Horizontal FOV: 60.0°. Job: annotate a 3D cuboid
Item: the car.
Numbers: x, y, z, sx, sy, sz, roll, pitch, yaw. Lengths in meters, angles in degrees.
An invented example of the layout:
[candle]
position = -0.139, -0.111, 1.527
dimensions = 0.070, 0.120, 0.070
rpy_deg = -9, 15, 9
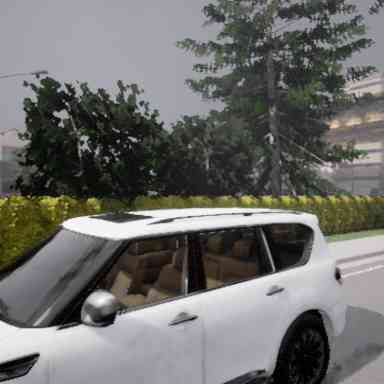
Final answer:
[car]
position = -0.597, 1.230, 3.560
dimensions = 5.566, 2.045, 2.150
rpy_deg = 0, 0, -36
